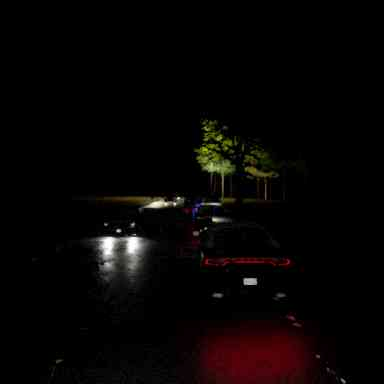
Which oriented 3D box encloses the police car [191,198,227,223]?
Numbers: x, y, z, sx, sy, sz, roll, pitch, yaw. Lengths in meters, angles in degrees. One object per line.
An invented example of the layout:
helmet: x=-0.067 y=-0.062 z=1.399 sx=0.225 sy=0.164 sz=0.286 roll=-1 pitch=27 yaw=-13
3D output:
police car: x=1.046 y=1.389 z=18.620 sx=1.930 sy=1.638 sz=5.238 roll=0 pitch=0 yaw=0

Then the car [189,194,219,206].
car: x=1.028 y=1.165 z=24.542 sx=2.150 sy=2.045 sz=5.566 roll=0 pitch=0 yaw=0

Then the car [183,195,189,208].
car: x=-0.128 y=1.321 z=45.214 sx=2.128 sy=1.511 sz=4.902 roll=0 pitch=0 yaw=0

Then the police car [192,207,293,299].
police car: x=1.057 y=1.415 z=8.614 sx=1.930 sy=1.638 sz=5.238 roll=0 pitch=0 yaw=0

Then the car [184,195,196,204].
car: x=-0.307 y=1.294 z=59.623 sx=2.033 sy=1.411 sz=5.357 roll=0 pitch=0 yaw=-1

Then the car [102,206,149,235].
car: x=-3.607 y=1.510 z=19.018 sx=2.033 sy=1.411 sz=5.357 roll=0 pitch=0 yaw=0

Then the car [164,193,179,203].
car: x=-3.898 y=1.093 z=60.767 sx=2.097 sy=1.767 sz=4.553 roll=0 pitch=0 yaw=0
